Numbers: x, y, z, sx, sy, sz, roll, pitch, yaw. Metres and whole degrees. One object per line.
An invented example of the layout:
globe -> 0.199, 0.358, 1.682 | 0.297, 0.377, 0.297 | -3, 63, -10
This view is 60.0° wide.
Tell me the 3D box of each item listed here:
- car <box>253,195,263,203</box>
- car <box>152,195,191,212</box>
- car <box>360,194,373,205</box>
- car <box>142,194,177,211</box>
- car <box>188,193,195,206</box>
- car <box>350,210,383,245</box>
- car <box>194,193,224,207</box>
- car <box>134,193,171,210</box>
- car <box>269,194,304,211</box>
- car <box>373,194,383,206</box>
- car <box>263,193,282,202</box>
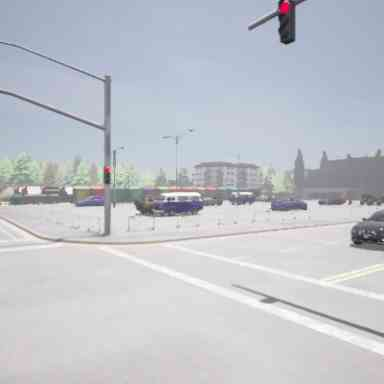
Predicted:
car -> 15.899, 1.432, 72.272 | 3.806, 1.475, 1.970 | 0, 0, -35
car -> -2.549, 1.429, 42.007 | 3.806, 1.475, 1.970 | 0, 0, -35
car -> 28.930, 1.189, 53.907 | 3.866, 1.878, 1.905 | 0, 0, -35
car -> -4.221, 1.398, 44.371 | 3.905, 1.438, 1.784 | 0, 0, -35
car -> 1.653, 1.400, 62.165 | 3.905, 1.438, 1.784 | 0, 0, -35
car -> 8.908, 1.534, 14.631 | 4.892, 1.490, 1.837 | 0, 0, -35
car -> 3.274, 1.189, 59.764 | 4.605, 1.855, 1.932 | 0, 0, -35
car -> -5.812, 1.188, 46.532 | 4.605, 1.855, 1.932 | 0, 0, -35
car -> 13.110, 1.428, 46.024 | 3.806, 1.475, 1.970 | 0, 0, -35
car -> 30.558, 1.186, 51.513 | 4.605, 1.855, 1.932 | 0, 0, -35
car -> 17.563, 1.192, 69.903 | 3.866, 1.878, 1.905 | 0, 0, -35
